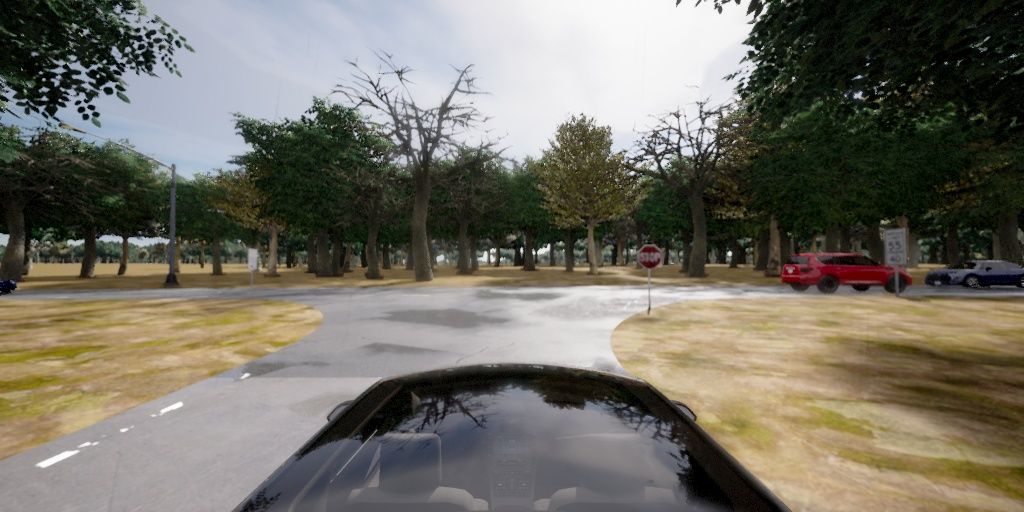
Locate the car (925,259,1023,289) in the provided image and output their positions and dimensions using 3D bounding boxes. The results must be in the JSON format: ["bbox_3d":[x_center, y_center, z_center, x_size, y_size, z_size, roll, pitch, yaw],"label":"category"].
[{"bbox_3d":[28.709,1.092,22.192,4.553,1.767,2.097,0,-2,2],"label":"car"}]

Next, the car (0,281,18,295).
[{"bbox_3d":[-32.139,1.711,20.931,4.718,1.301,1.895,-1,-2,2],"label":"car"}]

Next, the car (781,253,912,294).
[{"bbox_3d":[17.552,0.896,19.047,5.566,2.045,2.150,0,-2,2],"label":"car"}]
